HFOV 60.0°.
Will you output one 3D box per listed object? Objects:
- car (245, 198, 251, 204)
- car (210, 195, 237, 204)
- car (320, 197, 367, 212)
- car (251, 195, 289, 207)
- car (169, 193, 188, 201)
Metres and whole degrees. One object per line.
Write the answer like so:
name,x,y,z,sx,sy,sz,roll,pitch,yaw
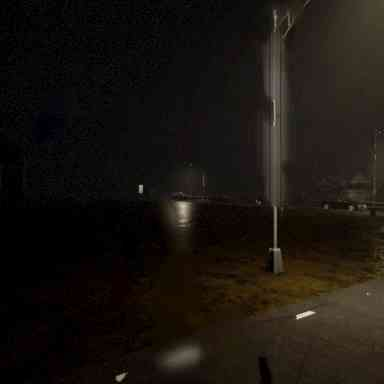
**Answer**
car,10.286,1.316,51.180,1.895,1.301,4.718,2,-1,-35
car,4.891,1.174,52.417,1.895,1.301,4.718,2,-1,-35
car,16.400,1.292,36.148,1.837,1.490,4.892,2,0,-35
car,10.653,1.177,44.268,1.837,1.490,4.892,2,0,-35
car,-2.886,0.893,69.791,2.097,1.767,4.553,2,-1,-35
